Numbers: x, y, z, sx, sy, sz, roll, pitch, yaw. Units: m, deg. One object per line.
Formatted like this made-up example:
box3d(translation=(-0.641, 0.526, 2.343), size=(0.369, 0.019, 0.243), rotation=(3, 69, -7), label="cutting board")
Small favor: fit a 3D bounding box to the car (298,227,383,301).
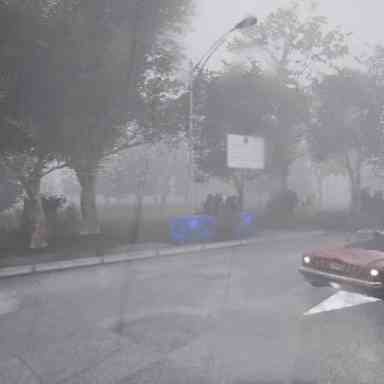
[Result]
box3d(translation=(4.692, 1.551, 7.927), size=(4.718, 1.301, 1.895), rotation=(0, 0, -35), label="car")
